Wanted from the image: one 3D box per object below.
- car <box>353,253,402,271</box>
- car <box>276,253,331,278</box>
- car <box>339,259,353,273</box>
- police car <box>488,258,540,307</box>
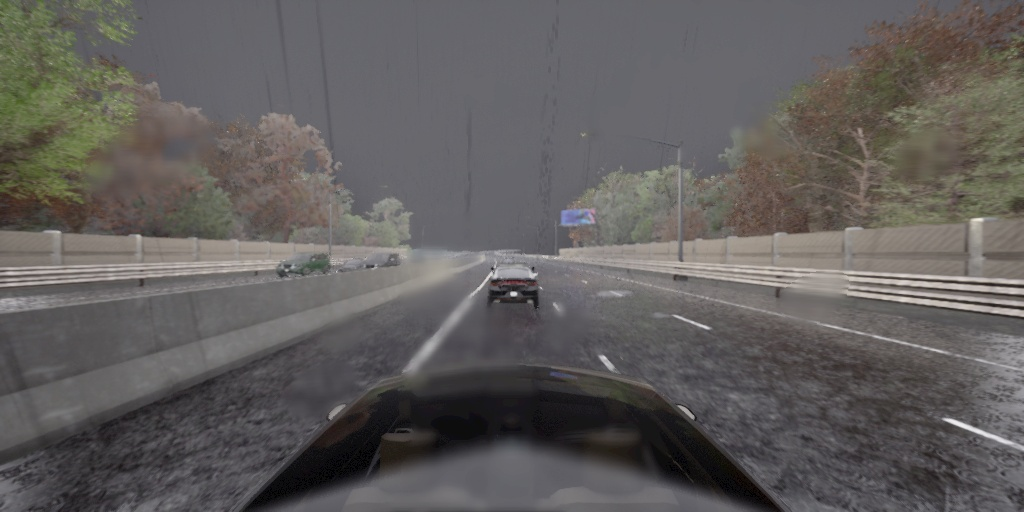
[{"bbox_3d":[-10.824,0.758,29.926,2.150,2.045,5.566,0,0,-1],"label":"car"},{"bbox_3d":[-17.843,0.754,31.090,2.150,2.045,5.566,0,0,-1],"label":"car"},{"bbox_3d":[-14.377,1.017,33.581,1.837,1.490,4.892,0,0,-1],"label":"car"},{"bbox_3d":[0.043,1.073,14.890,1.930,1.638,5.238,0,0,0],"label":"police car"}]
